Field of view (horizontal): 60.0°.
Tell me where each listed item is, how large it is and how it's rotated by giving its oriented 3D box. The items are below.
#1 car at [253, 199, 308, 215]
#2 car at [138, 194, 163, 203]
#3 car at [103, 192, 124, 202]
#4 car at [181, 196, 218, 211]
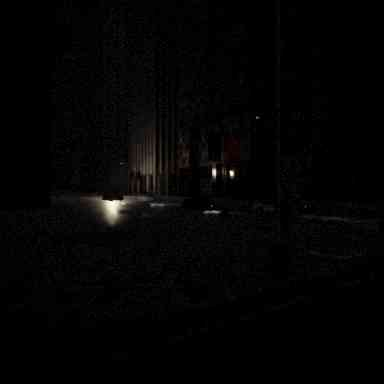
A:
[{"bbox_3d":[7.624,1.255,29.049,1.895,1.301,4.718,0,1,-35],"label":"car"},{"bbox_3d":[-6.005,0.955,48.436,1.895,1.301,4.718,0,1,-35],"label":"car"},{"bbox_3d":[-12.304,0.753,51.820,1.882,1.535,5.008,0,0,-35],"label":"car"},{"bbox_3d":[0.710,1.125,33.219,1.994,1.385,4.181,0,1,-35],"label":"car"}]
